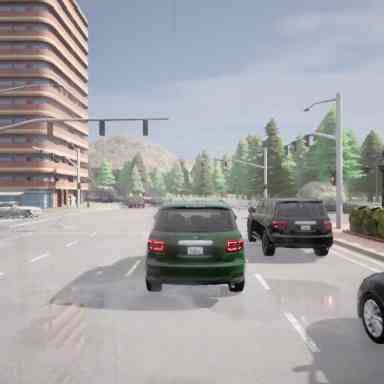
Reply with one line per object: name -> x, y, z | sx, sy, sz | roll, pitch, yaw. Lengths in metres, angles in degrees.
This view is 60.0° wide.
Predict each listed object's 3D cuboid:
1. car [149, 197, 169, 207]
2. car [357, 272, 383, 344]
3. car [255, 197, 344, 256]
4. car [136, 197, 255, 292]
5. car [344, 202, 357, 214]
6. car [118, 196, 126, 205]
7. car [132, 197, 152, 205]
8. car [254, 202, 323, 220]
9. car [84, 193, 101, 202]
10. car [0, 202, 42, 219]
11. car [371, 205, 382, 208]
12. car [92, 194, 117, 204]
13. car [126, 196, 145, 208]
car -> -5.307, 1.547, 52.079 | 2.033, 1.411, 5.357 | 0, 0, -18
car -> 3.608, 1.505, 3.515 | 1.837, 1.490, 4.892 | 0, 0, 0
car -> 3.614, 1.221, 13.212 | 2.150, 2.045, 5.566 | 0, 0, 0
car -> 0.087, 1.221, 9.077 | 2.150, 2.045, 5.566 | 0, 0, 0
car -> 14.956, 1.603, 35.793 | 5.357, 1.411, 2.033 | 0, 0, 4
car -> -10.514, 1.505, 55.673 | 1.837, 1.490, 4.892 | 0, 0, -26
car -> -9.232, 1.601, 60.831 | 1.895, 1.301, 4.718 | 0, 0, -31
car -> 8.230, 1.592, 28.675 | 5.357, 1.411, 2.033 | 0, 0, 1
car -> -23.076, 1.524, 74.700 | 4.674, 1.442, 1.812 | 0, 0, 31
car -> -15.635, 1.581, 29.096 | 4.674, 1.442, 1.812 | 0, 0, -3
car -> 19.221, 1.656, 32.270 | 4.718, 1.301, 1.895 | 0, 0, 1
car -> -17.399, 1.601, 65.934 | 1.895, 1.301, 4.718 | 0, 0, -43
car -> -7.922, 1.352, 47.258 | 2.097, 1.767, 4.553 | 0, 0, -13
